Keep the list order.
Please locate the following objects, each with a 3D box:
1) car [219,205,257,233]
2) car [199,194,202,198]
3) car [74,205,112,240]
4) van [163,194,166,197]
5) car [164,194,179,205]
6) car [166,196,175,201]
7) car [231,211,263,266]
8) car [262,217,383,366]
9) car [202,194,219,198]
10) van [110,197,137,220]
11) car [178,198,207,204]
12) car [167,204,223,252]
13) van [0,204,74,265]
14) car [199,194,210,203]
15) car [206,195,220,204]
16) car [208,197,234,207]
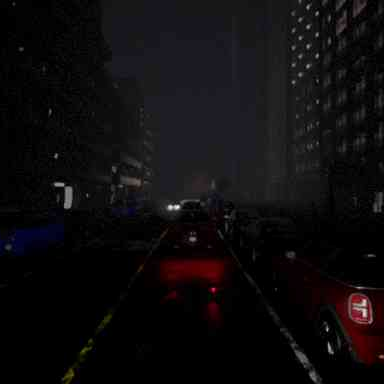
[{"bbox_3d":[2.685,1.550,16.858,2.008,1.369,4.403,0,0,0],"label":"car"},{"bbox_3d":[2.661,1.582,66.563,2.008,1.369,4.403,0,0,0],"label":"car"},{"bbox_3d":[-5.696,1.544,16.855,1.887,1.381,4.507,0,0,0],"label":"car"},{"bbox_3d":[-5.725,1.386,77.605,1.690,1.788,3.998,0,0,0],"label":"van"},{"bbox_3d":[-3.089,1.513,57.319,2.128,1.511,4.902,0,0,0],"label":"car"},{"bbox_3d":[-5.730,1.628,88.651,1.947,1.339,4.313,0,0,0],"label":"car"},{"bbox_3d":[2.688,1.550,11.335,2.008,1.369,4.403,0,0,0],"label":"car"},{"bbox_3d":[2.691,1.440,5.812,1.967,1.590,4.097,0,0,0],"label":"car"},{"bbox_3d":[3.084,1.241,48.672,2.150,2.045,5.566,0,0,0],"label":"car"},{"bbox_3d":[-5.701,1.342,27.900,1.690,1.788,3.998,0,0,0],"label":"van"},{"bbox_3d":[0.032,1.507,27.905,1.837,1.490,4.892,0,0,1],"label":"car"},{"bbox_3d":[0.048,1.477,14.026,1.882,1.535,5.008,0,0,0],"label":"car"},{"bbox_3d":[-5.693,1.341,11.332,1.690,1.788,3.998,0,0,0],"label":"van"},{"bbox_3d":[2.659,1.353,72.087,2.192,1.841,5.009,0,0,0],"label":"car"},{"bbox_3d":[3.120,1.485,41.641,1.882,1.535,5.008,0,0,0],"label":"car"},{"bbox_3d":[2.680,1.441,27.903,1.967,1.590,4.097,0,0,0],"label":"car"}]
